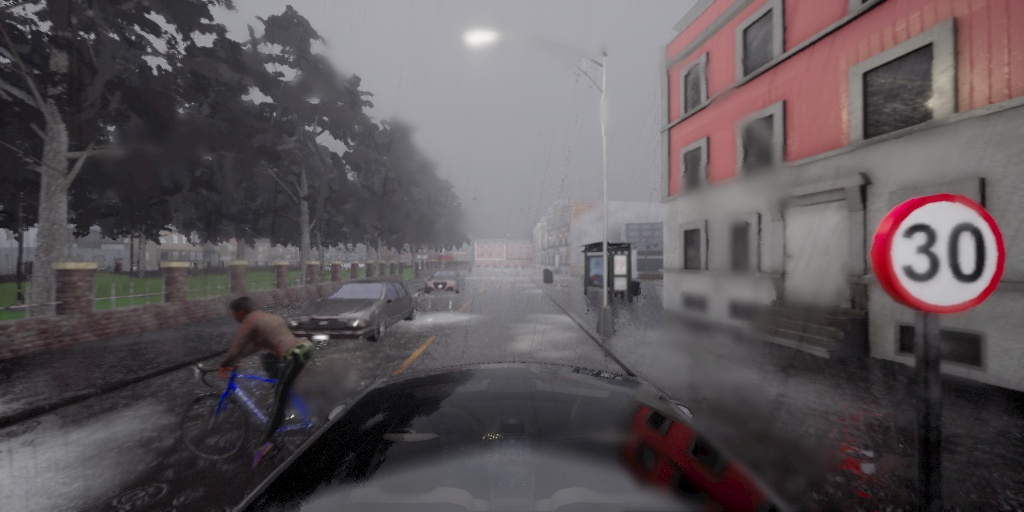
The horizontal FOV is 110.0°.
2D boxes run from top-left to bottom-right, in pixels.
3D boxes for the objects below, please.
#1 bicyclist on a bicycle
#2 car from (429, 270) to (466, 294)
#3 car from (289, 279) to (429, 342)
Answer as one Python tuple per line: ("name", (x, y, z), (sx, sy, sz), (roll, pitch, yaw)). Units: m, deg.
("bicyclist on a bicycle", (-2.477, 1.227, 3.559), (1.656, 1.620, 0.582), (-2, -1, 0))
("car", (-4.127, 1.577, 22.667), (1.994, 1.385, 4.181), (0, -1, 0))
("car", (-4.121, 1.408, 10.421), (2.033, 1.411, 5.357), (0, -1, 0))
